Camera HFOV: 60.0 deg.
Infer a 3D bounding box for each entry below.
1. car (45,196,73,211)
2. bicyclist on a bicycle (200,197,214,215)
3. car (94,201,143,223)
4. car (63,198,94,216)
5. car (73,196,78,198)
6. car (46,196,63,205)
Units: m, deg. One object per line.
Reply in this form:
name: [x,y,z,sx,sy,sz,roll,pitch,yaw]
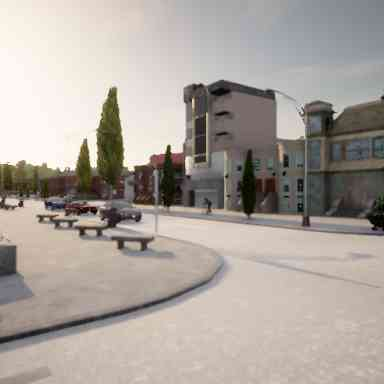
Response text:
car: [-16.686,1.453,40.957,1.882,1.535,5.008,0,0,-35]
bicyclist on a bicycle: [1.373,1.302,30.050,1.656,1.620,0.582,-1,0,-35]
car: [-5.453,1.480,25.159,1.837,1.490,4.892,0,0,-35]
car: [-10.791,1.576,32.654,1.895,1.301,4.718,0,0,-35]
car: [-18.621,1.317,50.863,2.097,1.767,4.553,0,0,-36]
car: [-24.356,1.491,58.898,1.812,1.442,4.674,0,0,-36]
